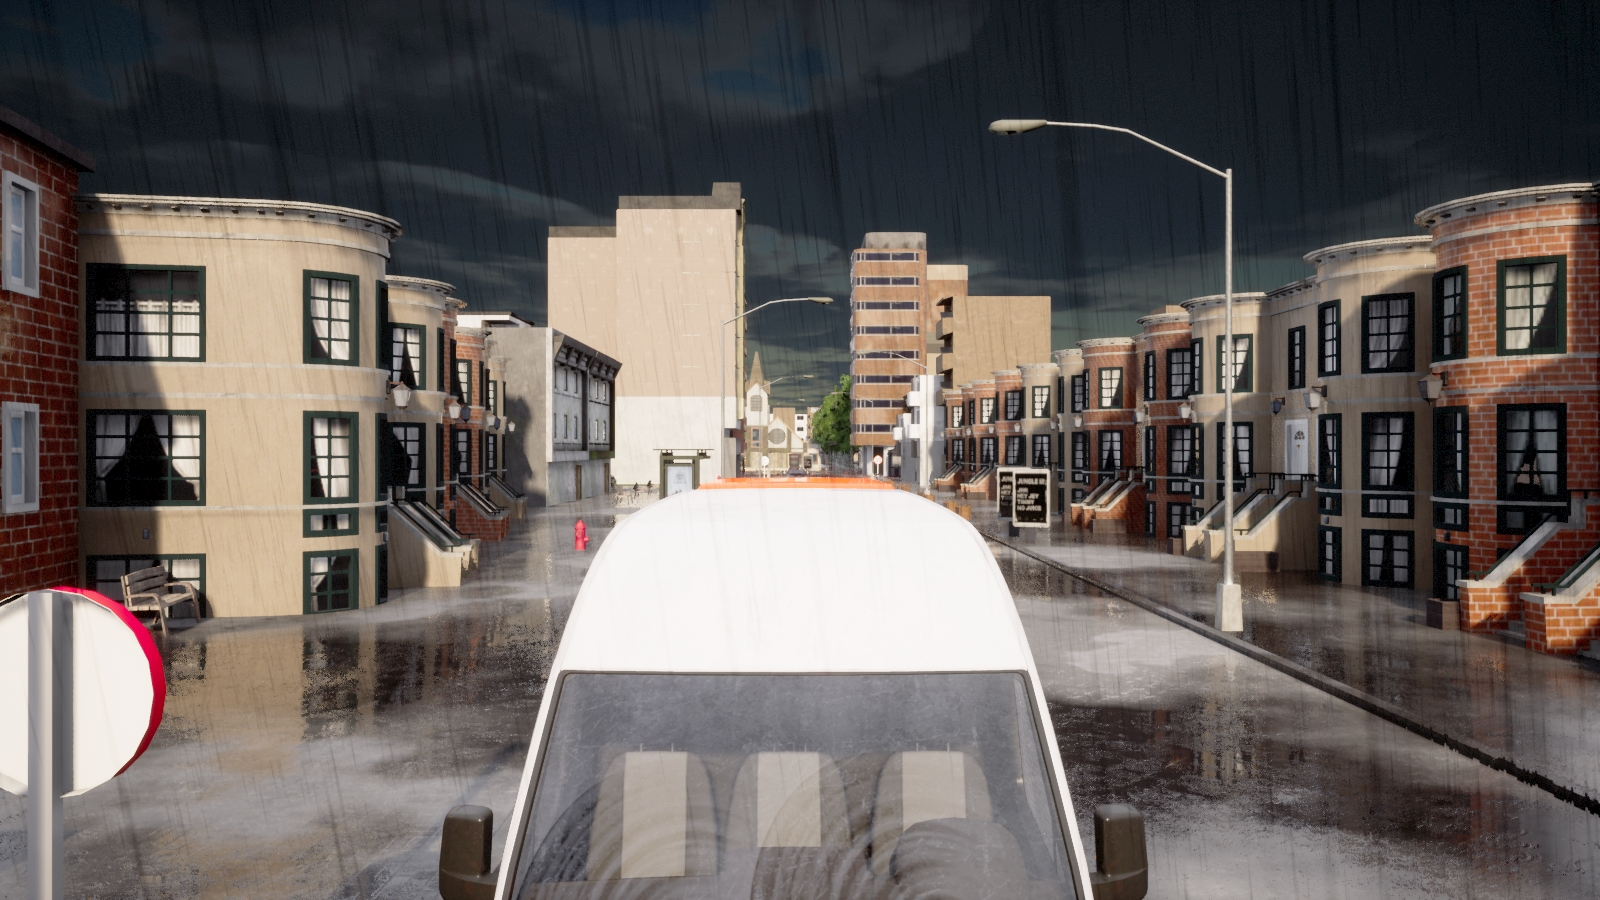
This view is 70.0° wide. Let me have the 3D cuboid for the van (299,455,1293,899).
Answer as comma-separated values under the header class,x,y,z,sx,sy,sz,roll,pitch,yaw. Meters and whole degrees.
class,x,y,z,sx,sy,sz,roll,pitch,yaw
van,-0.019,1.314,5.243,1.988,2.561,5.915,0,0,0
